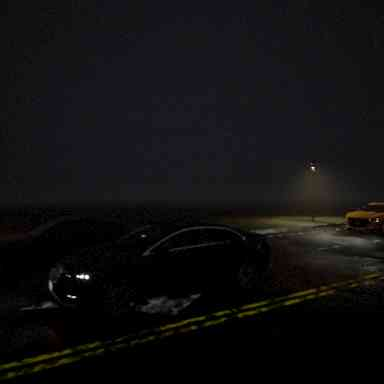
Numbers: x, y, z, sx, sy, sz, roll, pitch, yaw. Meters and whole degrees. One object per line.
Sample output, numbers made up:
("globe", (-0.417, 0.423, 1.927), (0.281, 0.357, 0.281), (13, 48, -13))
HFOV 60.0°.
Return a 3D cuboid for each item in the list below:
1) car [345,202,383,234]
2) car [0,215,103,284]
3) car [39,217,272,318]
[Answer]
("car", (10.340, 1.310, 18.032), (5.008, 1.535, 1.882), (0, 1, -33))
("car", (-3.456, 1.388, 9.182), (4.674, 1.442, 1.812), (0, 1, -32))
("car", (-0.439, 1.394, 7.237), (4.902, 1.511, 2.128), (0, 1, -33))
